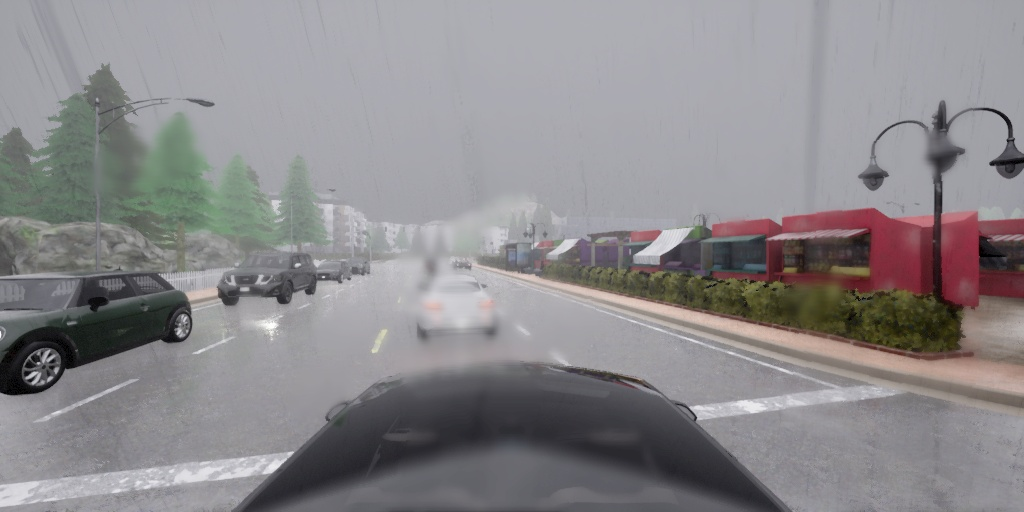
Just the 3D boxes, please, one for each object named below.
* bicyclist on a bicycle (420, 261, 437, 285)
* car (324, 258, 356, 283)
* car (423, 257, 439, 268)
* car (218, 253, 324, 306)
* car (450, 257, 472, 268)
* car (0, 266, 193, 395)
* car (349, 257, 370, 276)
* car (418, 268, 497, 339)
[{"bbox_3d":[-4.524,1.079,19.691,0.582,1.620,1.656,0,1,24],"label":"bicyclist on a bicycle"},{"bbox_3d":[-12.648,1.088,25.341,1.837,1.490,4.892,0,0,-13],"label":"car"},{"bbox_3d":[-11.418,0.900,50.815,1.837,1.490,4.892,0,0,-13],"label":"car"},{"bbox_3d":[-10.332,0.875,15.725,2.150,2.045,5.566,0,0,-14],"label":"car"},{"bbox_3d":[-6.107,1.049,43.814,1.895,1.301,4.718,0,0,-14],"label":"car"},{"bbox_3d":[-8.083,1.076,6.304,2.097,1.767,4.553,0,0,-13],"label":"car"},{"bbox_3d":[-14.558,0.876,33.318,2.097,1.767,4.553,0,0,-13],"label":"car"},{"bbox_3d":[-1.581,1.224,9.874,1.812,1.442,4.674,0,0,-13],"label":"car"}]
